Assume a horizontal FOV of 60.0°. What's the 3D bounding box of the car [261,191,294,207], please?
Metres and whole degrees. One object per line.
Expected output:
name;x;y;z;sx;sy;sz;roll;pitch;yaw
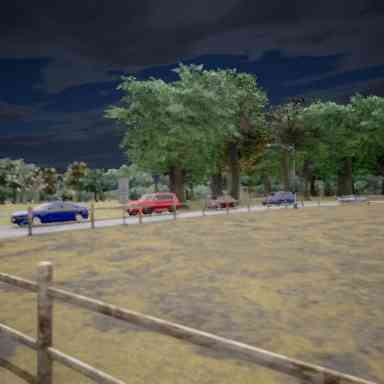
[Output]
car;12.000;0.960;46.627;5.566;2.045;2.150;-1;-1;-39

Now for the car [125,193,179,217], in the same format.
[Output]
car;-3.524;1.127;30.421;2.150;2.045;5.566;-2;-1;37

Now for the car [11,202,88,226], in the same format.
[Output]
car;-9.441;1.434;22.400;1.882;1.535;5.008;-2;-1;36

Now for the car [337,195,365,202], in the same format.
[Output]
car;25.140;1.117;52.283;4.718;1.301;1.895;0;-1;-30

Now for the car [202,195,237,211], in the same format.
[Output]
car;3.163;1.189;38.259;2.097;1.767;4.553;-2;-1;43
